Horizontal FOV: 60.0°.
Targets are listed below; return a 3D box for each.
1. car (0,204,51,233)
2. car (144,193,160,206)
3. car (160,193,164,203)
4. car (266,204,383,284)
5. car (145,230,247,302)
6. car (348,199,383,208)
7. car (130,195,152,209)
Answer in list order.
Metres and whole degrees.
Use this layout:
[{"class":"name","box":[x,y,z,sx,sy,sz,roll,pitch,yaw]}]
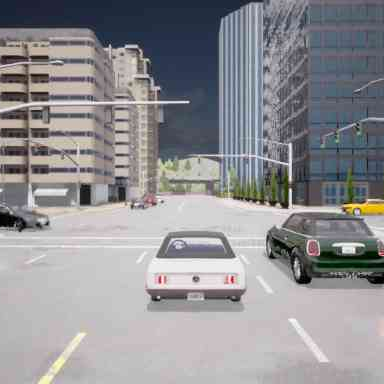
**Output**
[{"class":"car","box":[-10.620,1.462,19.763,4.902,1.511,2.128,1,0,24]},{"class":"car","box":[-7.000,1.222,54.254,2.150,2.045,5.566,0,0,0]},{"class":"car","box":[-6.905,1.222,66.935,2.150,2.045,5.566,0,0,1]},{"class":"car","box":[3.598,1.352,9.731,2.097,1.767,4.553,0,0,0]},{"class":"car","box":[0.089,1.601,8.243,1.895,1.301,4.718,0,0,0]},{"class":"car","box":[16.870,1.422,31.605,5.008,1.535,1.882,0,0,1]},{"class":"car","box":[-7.023,1.491,44.682,2.128,1.511,4.902,0,0,0]}]
